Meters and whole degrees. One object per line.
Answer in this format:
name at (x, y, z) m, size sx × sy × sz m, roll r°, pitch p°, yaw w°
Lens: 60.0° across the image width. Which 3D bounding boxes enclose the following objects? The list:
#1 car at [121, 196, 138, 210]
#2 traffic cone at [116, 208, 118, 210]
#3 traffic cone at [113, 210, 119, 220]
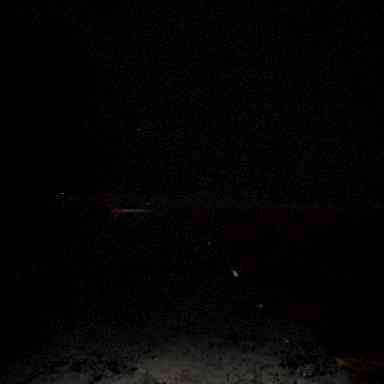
car at (-9.654, 1.600, 51.382) m, size 2.150 × 2.045 × 5.566 m, roll 0°, pitch 0°, yaw -17°
traffic cone at (-7.747, 2.203, 34.513) m, size 0.340 × 0.580 × 0.340 m, roll 0°, pitch 0°, yaw -11°
traffic cone at (-6.837, 2.164, 29.672) m, size 0.340 × 0.580 × 0.340 m, roll 0°, pitch 0°, yaw -10°
